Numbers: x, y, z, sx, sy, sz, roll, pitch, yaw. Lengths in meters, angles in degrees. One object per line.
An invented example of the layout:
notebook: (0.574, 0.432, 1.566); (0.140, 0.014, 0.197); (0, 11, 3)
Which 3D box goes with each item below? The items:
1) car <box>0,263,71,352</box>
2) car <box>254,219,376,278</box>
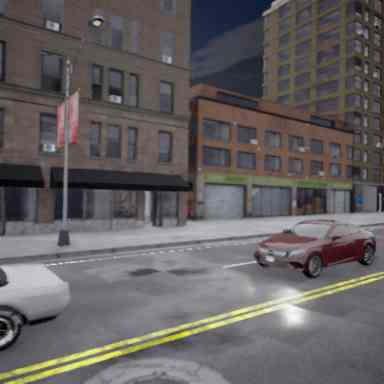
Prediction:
car: (-4.325, 1.592, 4.586); (4.718, 1.301, 1.895); (1, 0, -35)
car: (4.060, 1.615, 10.556); (4.674, 1.442, 1.812); (1, 0, -35)
